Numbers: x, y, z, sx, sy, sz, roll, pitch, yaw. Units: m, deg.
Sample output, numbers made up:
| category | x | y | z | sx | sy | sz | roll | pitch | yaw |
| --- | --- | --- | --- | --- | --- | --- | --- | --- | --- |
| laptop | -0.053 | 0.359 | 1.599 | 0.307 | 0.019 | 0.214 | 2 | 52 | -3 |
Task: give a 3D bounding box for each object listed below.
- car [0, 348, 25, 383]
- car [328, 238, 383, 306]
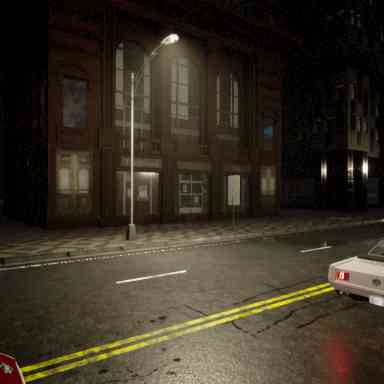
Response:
| category | x | y | z | sx | sy | sz | roll | pitch | yaw |
| --- | --- | --- | --- | --- | --- | --- | --- | --- | --- |
| car | -3.037 | 1.352 | 1.274 | 4.553 | 1.767 | 2.097 | 0 | 0 | -35 |
| car | 5.031 | 1.597 | 7.026 | 4.718 | 1.301 | 1.895 | 0 | 0 | -35 |
